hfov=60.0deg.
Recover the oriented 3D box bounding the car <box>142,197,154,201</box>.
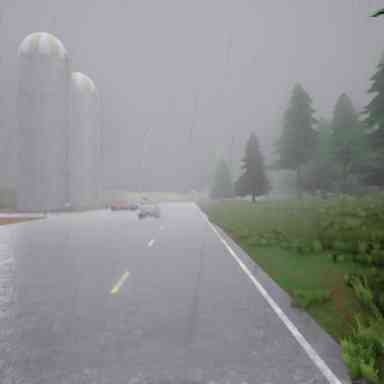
[{"bbox_3d":[-10.680,2.383,81.527,3.988,1.617,1.851,0,-1,-1],"label":"car"}]

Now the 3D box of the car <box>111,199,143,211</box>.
[{"bbox_3d":[-9.727,2.101,48.529,4.181,1.381,1.994,0,-1,-1],"label":"car"}]

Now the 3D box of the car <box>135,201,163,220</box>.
[{"bbox_3d":[-4.024,1.881,32.168,1.812,1.442,4.674,0,-1,-1],"label":"car"}]
